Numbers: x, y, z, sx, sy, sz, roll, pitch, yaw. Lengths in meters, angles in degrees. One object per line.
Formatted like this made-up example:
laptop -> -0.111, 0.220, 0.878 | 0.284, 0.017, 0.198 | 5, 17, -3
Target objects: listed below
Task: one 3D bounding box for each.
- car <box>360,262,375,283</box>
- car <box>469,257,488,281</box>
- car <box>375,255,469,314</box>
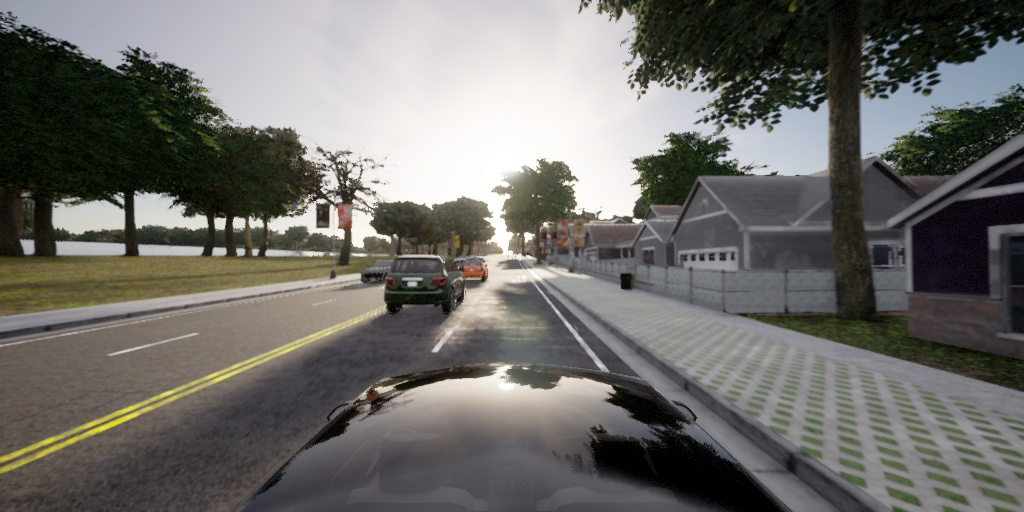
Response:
car -> -9.848, 1.102, 27.570 | 2.097, 1.767, 4.553 | 0, 0, 0
car -> -3.154, 1.091, 30.175 | 2.097, 1.767, 4.553 | 0, 0, 0
car -> -3.162, 0.980, 13.987 | 2.150, 2.045, 5.566 | 0, 0, 0
